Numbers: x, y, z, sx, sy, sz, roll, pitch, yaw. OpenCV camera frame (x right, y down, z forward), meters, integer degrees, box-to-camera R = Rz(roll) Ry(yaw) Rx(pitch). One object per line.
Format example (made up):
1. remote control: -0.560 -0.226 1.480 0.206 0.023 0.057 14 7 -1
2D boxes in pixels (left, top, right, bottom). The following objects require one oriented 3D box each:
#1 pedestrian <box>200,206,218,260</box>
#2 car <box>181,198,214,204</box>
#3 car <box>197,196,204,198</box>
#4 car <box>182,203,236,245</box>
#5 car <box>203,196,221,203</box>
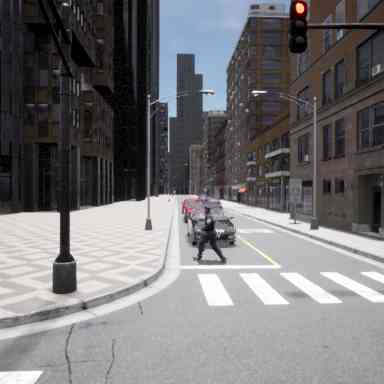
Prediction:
1. pedestrian: 0.537 1.294 10.462 0.375 1.860 0.375 0 0 -3
2. car: 0.330 1.482 25.904 1.882 1.535 5.008 0 0 -3
3. car: -0.130 1.481 36.247 1.882 1.535 5.008 0 0 -2
4. car: 0.785 1.494 15.618 2.128 1.511 4.902 0 0 -4
5. car: 2.763 1.555 42.995 2.033 1.411 5.357 0 0 -2
